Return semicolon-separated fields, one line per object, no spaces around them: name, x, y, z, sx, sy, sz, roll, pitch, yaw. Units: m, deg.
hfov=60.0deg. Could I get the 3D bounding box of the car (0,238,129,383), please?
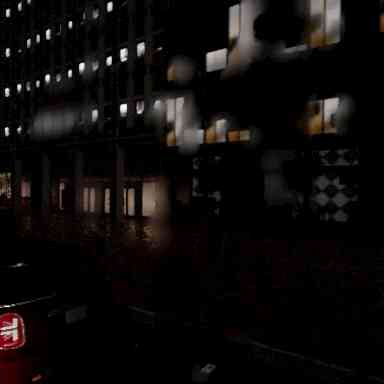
car;-2.904;1.415;4.934;4.097;1.590;1.967;0;1;35
